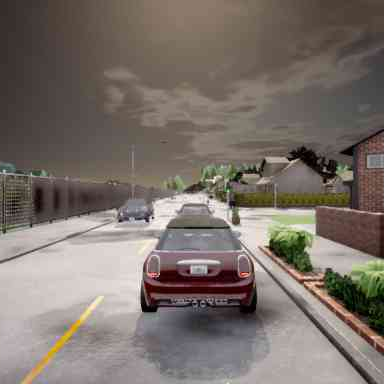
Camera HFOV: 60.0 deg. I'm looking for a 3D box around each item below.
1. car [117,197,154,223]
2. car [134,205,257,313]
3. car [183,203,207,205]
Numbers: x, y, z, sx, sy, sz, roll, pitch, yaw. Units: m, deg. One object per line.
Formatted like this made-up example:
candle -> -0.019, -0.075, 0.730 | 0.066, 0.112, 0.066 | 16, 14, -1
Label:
car -> -3.928, 1.161, 23.998 | 2.097, 1.767, 4.553 | 0, 0, 0
car -> 0.120, 1.352, 7.840 | 2.097, 1.767, 4.553 | 0, 0, 0
car -> 0.152, 1.352, 17.541 | 2.097, 1.767, 4.553 | 0, 0, 0
